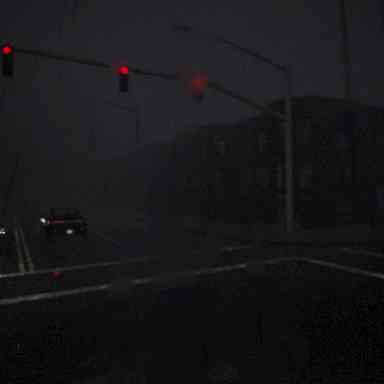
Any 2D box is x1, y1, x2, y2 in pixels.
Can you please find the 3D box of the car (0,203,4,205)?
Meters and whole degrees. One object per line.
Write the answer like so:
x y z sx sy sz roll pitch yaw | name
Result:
-14.623 1.732 23.863 1.895 1.301 4.718 -1 0 -29 | car

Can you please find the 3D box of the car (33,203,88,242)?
-6.506 1.521 16.663 2.128 1.511 4.902 -1 0 -28 | car

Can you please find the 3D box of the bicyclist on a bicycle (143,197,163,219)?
-2.936 1.234 25.355 1.656 1.620 0.582 -1 0 -29 | bicyclist on a bicycle

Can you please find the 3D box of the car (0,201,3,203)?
-19.451 1.647 32.739 1.882 1.535 5.008 -1 0 -28 | car

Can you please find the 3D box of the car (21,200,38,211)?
-21.124 1.712 43.419 1.994 1.385 4.181 -1 0 -28 | car

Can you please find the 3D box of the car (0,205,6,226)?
-9.864 1.584 15.122 2.128 1.511 4.902 -1 0 -29 | car
